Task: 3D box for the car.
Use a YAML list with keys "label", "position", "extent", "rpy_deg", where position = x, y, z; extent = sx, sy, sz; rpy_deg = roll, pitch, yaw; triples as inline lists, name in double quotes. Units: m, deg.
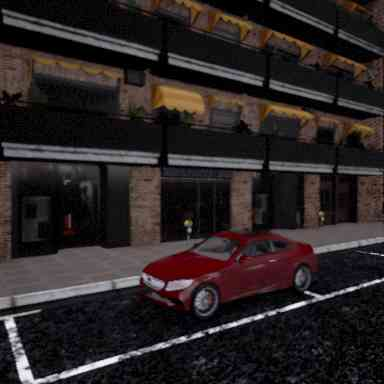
- label: "car"
  position: [0.960, 1.510, 7.116]
  extent: [4.206, 1.307, 1.802]
  rpy_deg: [0, 1, -34]
